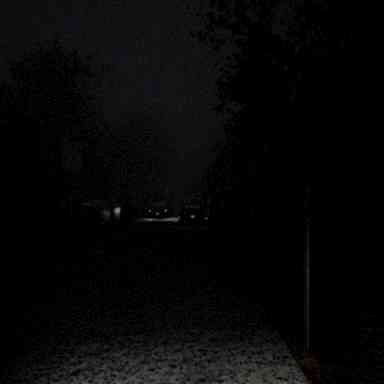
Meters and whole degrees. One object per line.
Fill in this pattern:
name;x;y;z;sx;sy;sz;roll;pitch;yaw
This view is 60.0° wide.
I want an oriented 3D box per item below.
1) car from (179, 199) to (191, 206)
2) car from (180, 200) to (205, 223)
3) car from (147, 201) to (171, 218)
car;-1.451;2.251;71.416;1.882;1.535;5.008;0;-1;5
car;0.038;1.540;25.315;1.812;1.442;4.674;0;0;0
car;-2.927;1.582;30.444;1.812;1.442;4.674;0;-1;0
